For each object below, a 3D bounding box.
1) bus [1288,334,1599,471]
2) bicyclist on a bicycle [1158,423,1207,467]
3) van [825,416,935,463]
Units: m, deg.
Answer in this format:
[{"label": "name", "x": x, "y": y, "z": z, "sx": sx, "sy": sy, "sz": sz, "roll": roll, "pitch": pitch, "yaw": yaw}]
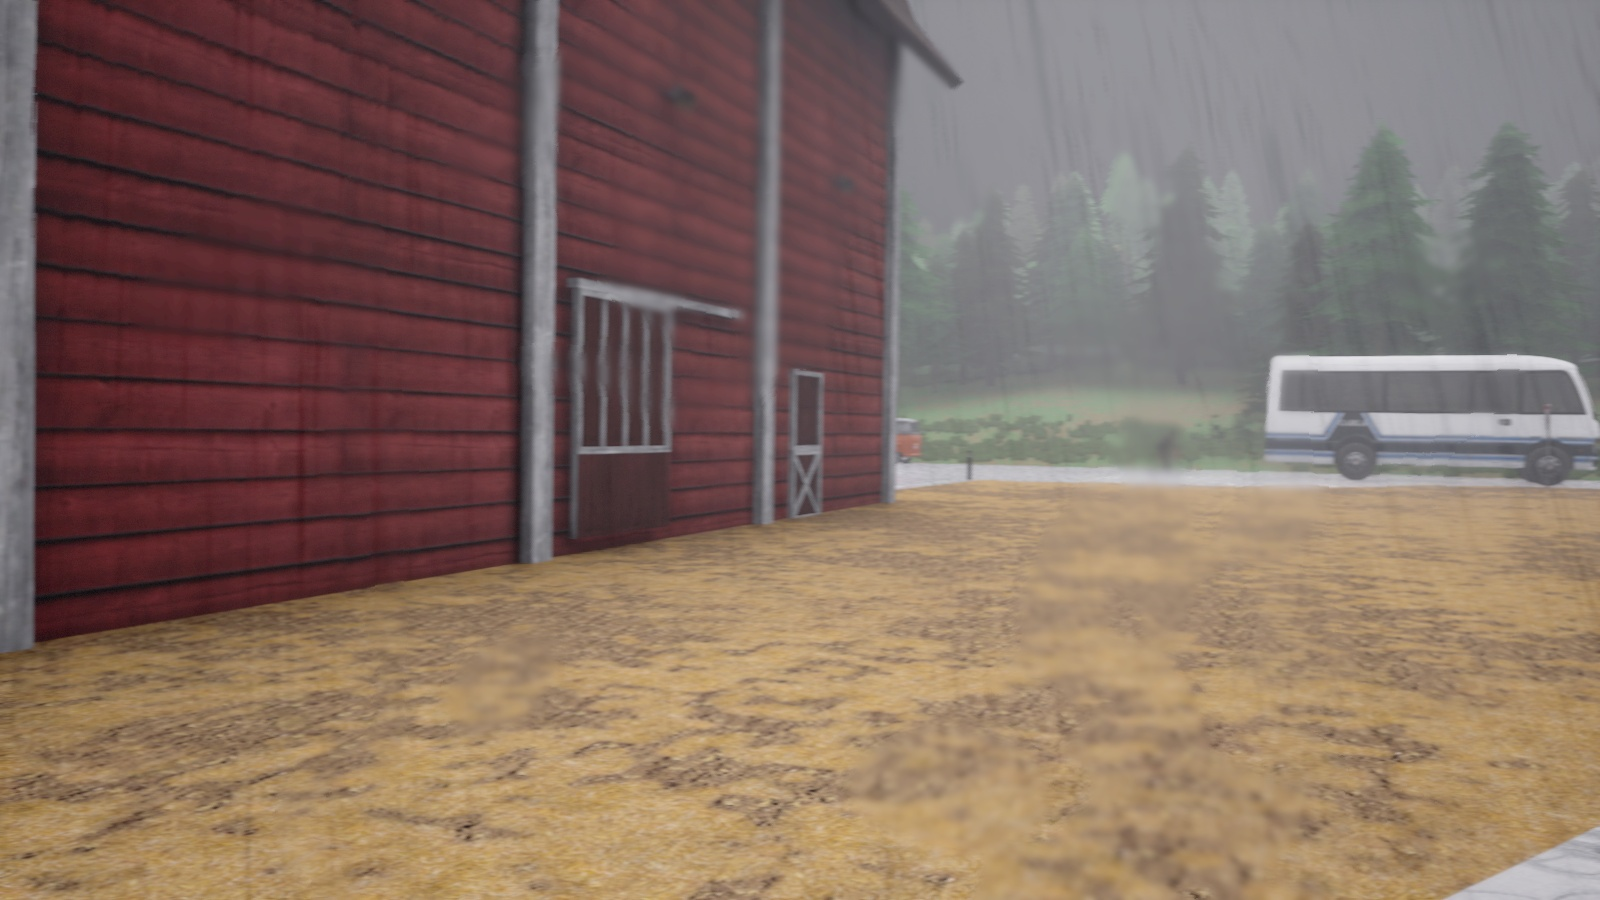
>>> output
[{"label": "bus", "x": 22.073, "y": -1.509, "z": 42.398, "sx": 10.273, "sy": 4.253, "sz": 3.944, "roll": 0, "pitch": 1, "yaw": 24}, {"label": "bicyclist on a bicycle", "x": 14.008, "y": -0.189, "z": 45.950, "sx": 1.656, "sy": 1.620, "sz": 0.582, "roll": 0, "pitch": 1, "yaw": 24}, {"label": "van", "x": 3.461, "y": -0.467, "z": 54.377, "sx": 4.442, "sy": 1.987, "sz": 1.775, "roll": 0, "pitch": 1, "yaw": 24}]
